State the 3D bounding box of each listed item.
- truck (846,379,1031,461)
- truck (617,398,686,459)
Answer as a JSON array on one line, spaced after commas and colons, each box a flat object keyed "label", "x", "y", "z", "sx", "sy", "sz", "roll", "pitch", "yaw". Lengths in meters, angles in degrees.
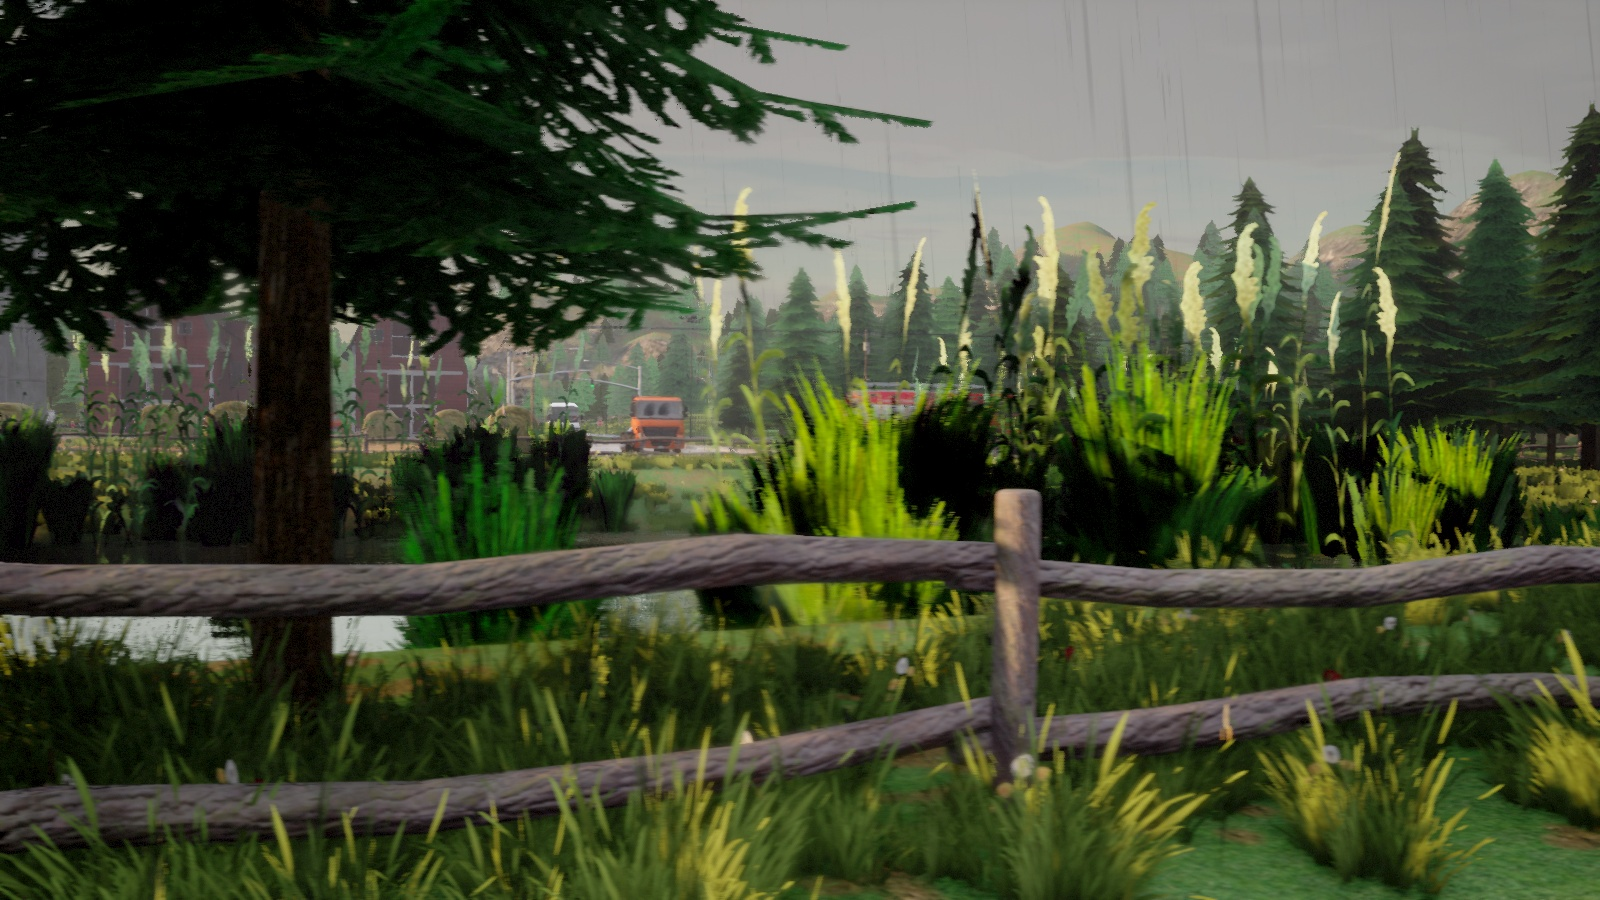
[{"label": "truck", "x": 6.733, "y": -1.461, "z": 61.214, "sx": 8.468, "sy": 3.827, "sz": 2.891, "roll": -1, "pitch": 1, "yaw": -13}, {"label": "truck", "x": -9.008, "y": -1.302, "z": 75.515, "sx": 2.891, "sy": 3.462, "sz": 7.936, "roll": -1, "pitch": 1, "yaw": -16}]
